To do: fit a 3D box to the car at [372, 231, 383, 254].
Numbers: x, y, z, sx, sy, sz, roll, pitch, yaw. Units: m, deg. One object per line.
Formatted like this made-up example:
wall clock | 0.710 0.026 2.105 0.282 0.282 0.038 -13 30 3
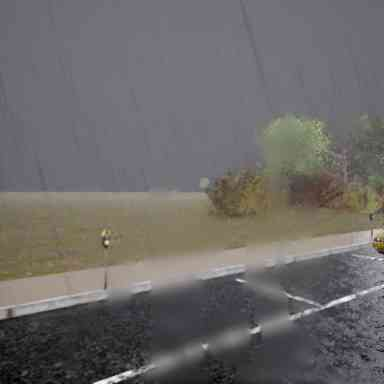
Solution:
car | 8.334 1.484 12.035 4.829 1.417 1.752 0 1 -35
